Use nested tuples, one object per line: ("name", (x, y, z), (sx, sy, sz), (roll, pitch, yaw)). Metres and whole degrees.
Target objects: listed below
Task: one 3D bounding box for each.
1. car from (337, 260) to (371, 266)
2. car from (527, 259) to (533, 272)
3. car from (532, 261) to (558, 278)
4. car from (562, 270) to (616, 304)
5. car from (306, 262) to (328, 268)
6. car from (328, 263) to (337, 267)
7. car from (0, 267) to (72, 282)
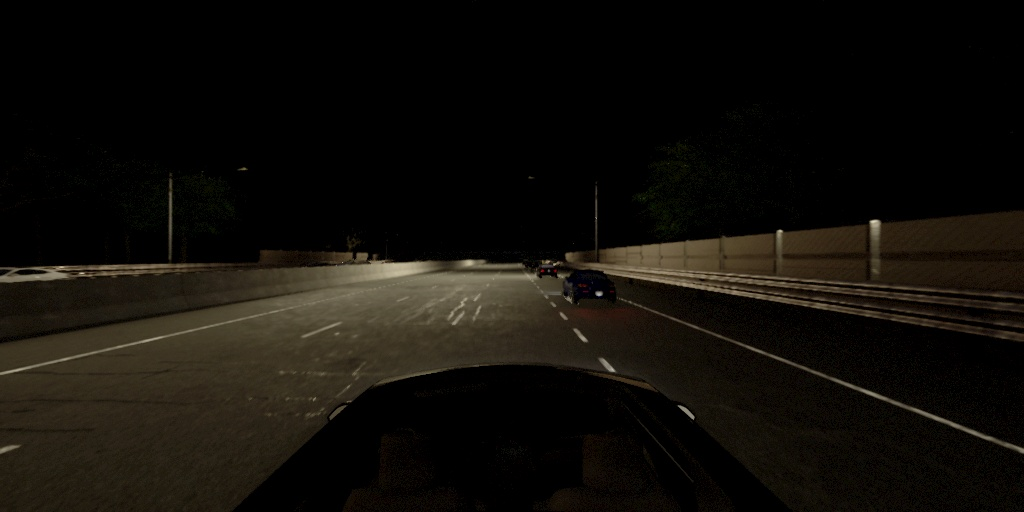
("car", (-17.555, 1.304, 40.880), (2.097, 1.767, 4.553), (0, 0, 0))
("car", (3.540, 1.533, 52.483), (1.837, 1.490, 4.892), (0, 0, 0))
("car", (3.508, 1.475, 36.508), (2.033, 1.411, 5.357), (0, 0, 0))
("car", (3.503, 1.350, 16.716), (1.812, 1.442, 4.674), (0, 0, 0))
("car", (-24.532, 1.509, 46.046), (1.812, 1.442, 4.674), (0, 0, 1))
("car", (-21.035, 1.545, 45.592), (1.994, 1.385, 4.181), (0, 0, 1))
("car", (-28.085, 1.365, 20.155), (1.812, 1.442, 4.674), (0, 0, 0))
